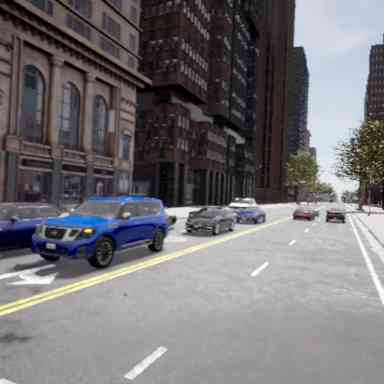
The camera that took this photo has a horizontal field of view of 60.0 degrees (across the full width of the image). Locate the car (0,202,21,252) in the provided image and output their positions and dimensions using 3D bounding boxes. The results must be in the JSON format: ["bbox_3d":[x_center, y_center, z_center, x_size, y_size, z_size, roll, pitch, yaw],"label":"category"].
[{"bbox_3d":[-6.409,1.154,11.422,2.097,1.767,4.553,2,0,24],"label":"car"}]

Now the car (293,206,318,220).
[{"bbox_3d":[12.552,2.376,37.221,1.994,1.385,4.181,2,0,26],"label":"car"}]

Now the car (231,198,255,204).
[{"bbox_3d":[5.867,1.750,38.401,2.150,2.045,5.566,2,0,24],"label":"car"}]

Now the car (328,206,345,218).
[{"bbox_3d":[19.981,2.759,45.838,1.994,1.385,4.181,2,0,25],"label":"car"}]

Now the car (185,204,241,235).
[{"bbox_3d":[1.237,1.705,20.445,1.837,1.490,4.892,2,0,25],"label":"car"}]

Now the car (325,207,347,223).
[{"bbox_3d":[15.478,2.436,35.795,1.837,1.490,4.892,2,0,25],"label":"car"}]

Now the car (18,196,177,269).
[{"bbox_3d":[-2.769,1.184,11.603,2.150,2.045,5.566,2,0,23],"label":"car"}]

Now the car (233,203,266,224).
[{"bbox_3d":[5.290,1.966,29.389,1.812,1.442,4.674,2,0,25],"label":"car"}]

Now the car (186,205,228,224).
[{"bbox_3d":[1.391,1.866,28.660,1.895,1.301,4.718,2,0,24],"label":"car"}]

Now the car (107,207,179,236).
[{"bbox_3d":[-2.716,1.623,19.604,1.895,1.301,4.718,2,0,24],"label":"car"}]
